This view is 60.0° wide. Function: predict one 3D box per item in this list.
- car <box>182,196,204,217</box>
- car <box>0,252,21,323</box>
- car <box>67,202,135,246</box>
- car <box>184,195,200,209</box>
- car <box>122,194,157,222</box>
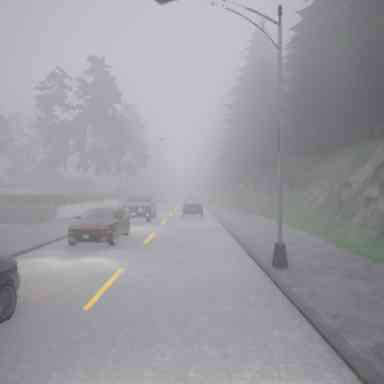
[{"bbox_3d":[0.069,1.424,30.942,1.882,1.535,5.008,0,0,0],"label":"car"},{"bbox_3d":[-4.089,1.518,4.457,1.812,1.442,4.674,0,0,0],"label":"car"},{"bbox_3d":[-4.107,1.451,15.362,1.882,1.535,5.008,0,0,0],"label":"car"},{"bbox_3d":[-0.009,1.274,44.773,2.097,1.767,4.553,0,0,0],"label":"car"},{"bbox_3d":[-4.069,1.176,26.048,2.150,2.045,5.566,0,0,0],"label":"car"}]
